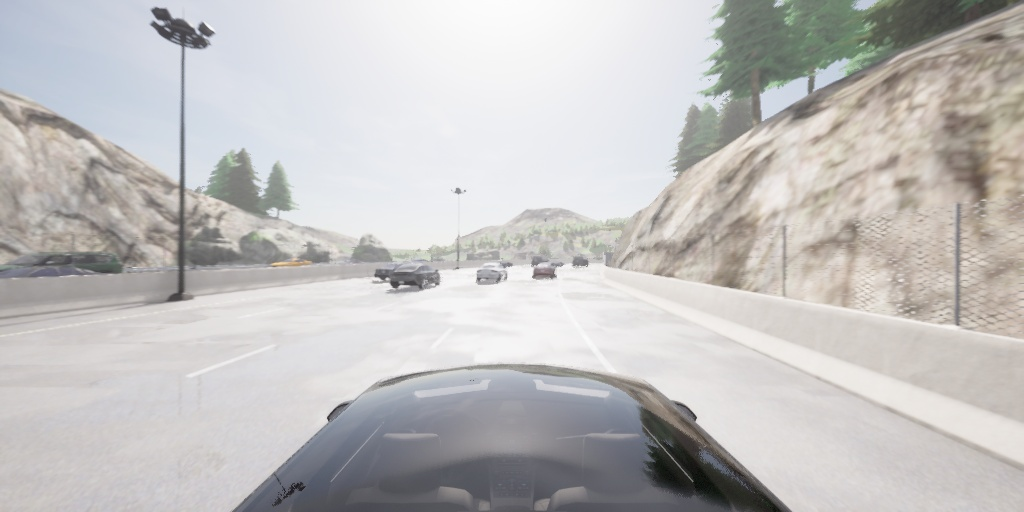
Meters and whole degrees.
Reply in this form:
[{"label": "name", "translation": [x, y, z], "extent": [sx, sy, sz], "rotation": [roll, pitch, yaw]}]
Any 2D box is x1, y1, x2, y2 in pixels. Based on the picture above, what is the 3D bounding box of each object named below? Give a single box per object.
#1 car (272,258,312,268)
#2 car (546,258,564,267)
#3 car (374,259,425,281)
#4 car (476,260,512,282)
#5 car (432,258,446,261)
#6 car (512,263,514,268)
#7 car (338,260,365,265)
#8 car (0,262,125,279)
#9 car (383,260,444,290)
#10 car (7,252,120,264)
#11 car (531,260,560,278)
[{"label": "car", "translation": [-27.056, 1.052, 44.241], "extent": [1.882, 1.535, 5.008], "rotation": [0, 0, 12]}, {"label": "car", "translation": [8.053, 1.423, 64.901], "extent": [1.895, 1.301, 4.718], "rotation": [0, 0, 23]}, {"label": "car", "translation": [-9.073, 1.242, 29.320], "extent": [2.033, 1.411, 5.357], "rotation": [0, 0, 12]}, {"label": "car", "translation": [-1.545, 1.272, 28.656], "extent": [1.812, 1.442, 4.674], "rotation": [0, 0, 10]}, {"label": "car", "translation": [-12.363, 1.095, 58.682], "extent": [2.097, 1.767, 4.553], "rotation": [0, 0, 18]}, {"label": "car", "translation": [-1.283, 1.357, 59.934], "extent": [1.895, 1.301, 4.718], "rotation": [0, 0, 21]}, {"label": "car", "translation": [-22.183, 1.174, 49.707], "extent": [1.994, 1.385, 4.181], "rotation": [0, 0, 14]}, {"label": "car", "translation": [-20.621, 1.158, 15.639], "extent": [2.033, 1.411, 5.357], "rotation": [0, 0, 4]}, {"label": "car", "translation": [-5.826, 1.220, 22.219], "extent": [1.837, 1.490, 4.892], "rotation": [0, 0, 7]}, {"label": "car", "translation": [-23.888, 0.808, 18.644], "extent": [2.150, 2.045, 5.566], "rotation": [0, 0, 5]}, {"label": "car", "translation": [3.199, 1.345, 34.556], "extent": [1.994, 1.385, 4.181], "rotation": [0, 0, 12]}]
